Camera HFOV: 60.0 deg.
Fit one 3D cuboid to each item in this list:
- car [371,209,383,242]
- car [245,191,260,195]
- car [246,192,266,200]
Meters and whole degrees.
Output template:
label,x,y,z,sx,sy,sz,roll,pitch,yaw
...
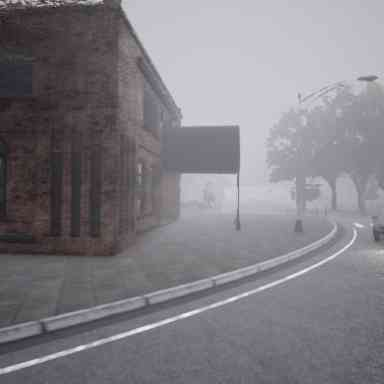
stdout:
label,x,y,z,sx,sy,sz,roll,pitch,yaw
car,9.913,1.541,16.179,1.882,1.535,5.008,0,0,28
car,18.147,1.252,92.941,4.792,1.488,2.163,-2,3,-15
car,17.877,1.449,89.997,4.674,1.452,2.002,-2,3,-15
